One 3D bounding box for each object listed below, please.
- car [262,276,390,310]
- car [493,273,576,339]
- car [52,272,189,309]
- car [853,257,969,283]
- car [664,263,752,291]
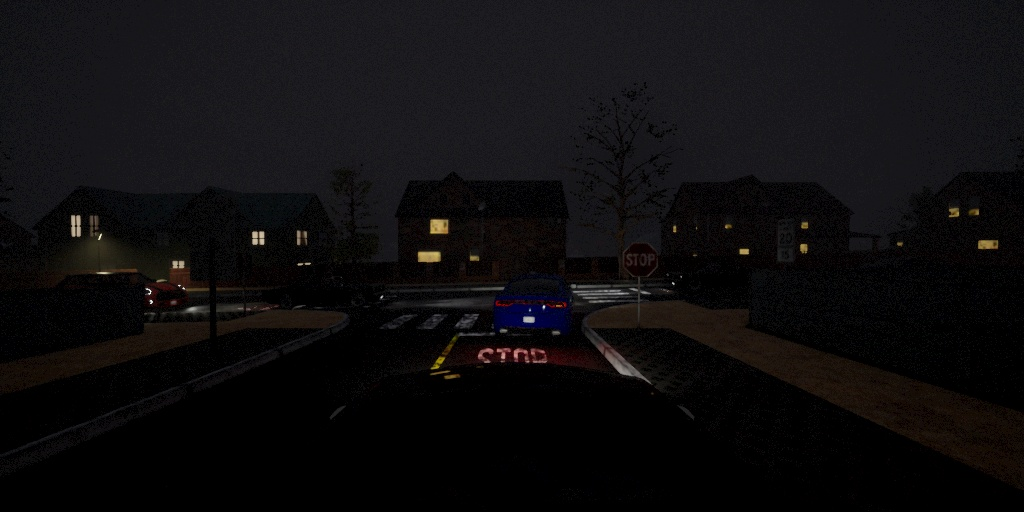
[{"bbox_3d":[-7.808,1.506,15.408,4.718,1.301,1.895,-1,1,0],"label":"car"},{"bbox_3d":[0.788,1.226,10.198,1.882,1.535,5.008,0,0,10],"label":"car"},{"bbox_3d":[-16.796,1.472,15.402,4.553,1.767,2.097,-1,1,0],"label":"car"},{"bbox_3d":[20.060,0.753,18.365,5.357,1.411,2.033,-1,1,0],"label":"car"},{"bbox_3d":[10.414,1.034,18.331,4.718,1.301,1.895,-1,1,-1],"label":"car"}]
